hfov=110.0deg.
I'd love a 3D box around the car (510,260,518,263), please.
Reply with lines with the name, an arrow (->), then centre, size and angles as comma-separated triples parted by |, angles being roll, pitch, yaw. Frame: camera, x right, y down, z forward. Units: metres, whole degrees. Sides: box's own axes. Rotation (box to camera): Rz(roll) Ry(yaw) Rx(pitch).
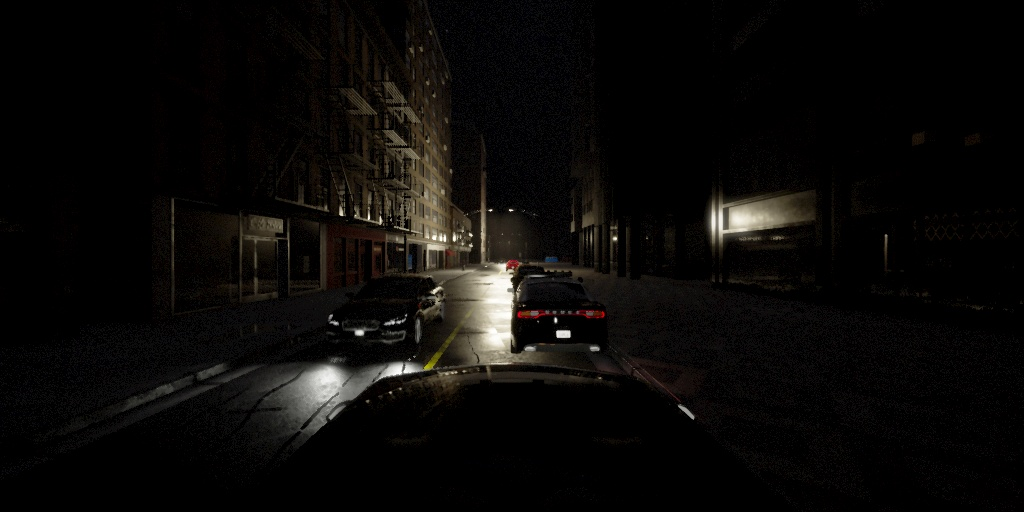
car -> 0.952, 1.209, 24.993 | 1.801, 1.575, 5.366 | 0, 0, 0

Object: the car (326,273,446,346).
car -> -2.985, 1.254, 9.469 | 1.837, 1.490, 4.892 | 0, 0, 0

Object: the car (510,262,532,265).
car -> 0.937, 1.256, 18.802 | 1.837, 1.490, 4.892 | 0, 0, 0

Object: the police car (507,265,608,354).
police car -> 0.913, 1.175, 8.912 | 1.930, 1.638, 5.238 | 0, 0, 0

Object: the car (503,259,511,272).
car -> 0.142, 1.301, 47.403 | 1.812, 1.442, 4.674 | 0, 0, 1
